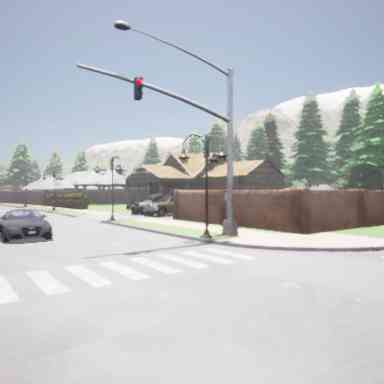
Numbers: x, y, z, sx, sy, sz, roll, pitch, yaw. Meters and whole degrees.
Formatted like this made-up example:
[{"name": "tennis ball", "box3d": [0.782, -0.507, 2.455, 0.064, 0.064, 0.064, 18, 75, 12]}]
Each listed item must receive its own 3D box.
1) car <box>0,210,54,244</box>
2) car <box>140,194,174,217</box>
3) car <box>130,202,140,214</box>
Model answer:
[{"name": "car", "box3d": [-8.084, 1.554, 15.939, 1.994, 1.385, 4.181, 0, 0, -37]}, {"name": "car", "box3d": [-1.817, 1.155, 29.012, 4.605, 1.855, 1.932, 0, 0, -37]}, {"name": "car", "box3d": [-3.635, 1.158, 30.791, 3.866, 1.878, 1.905, 0, 0, -37]}]
